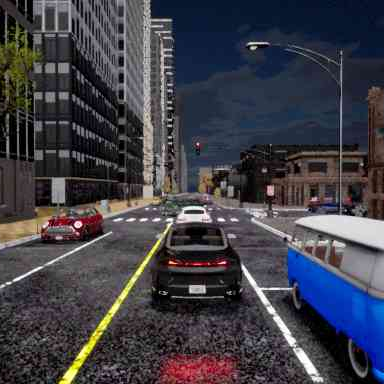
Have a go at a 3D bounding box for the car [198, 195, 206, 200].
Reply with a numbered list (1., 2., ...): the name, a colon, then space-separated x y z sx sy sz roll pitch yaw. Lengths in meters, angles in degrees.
1. car: 2.766 1.531 93.607 2.008 1.369 4.403 -1 0 0

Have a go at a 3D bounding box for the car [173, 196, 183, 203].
1. car: -2.933 1.536 71.094 1.994 1.385 4.181 0 0 0

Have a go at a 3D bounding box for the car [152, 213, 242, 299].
1. car: 0.105 1.502 8.414 1.837 1.490 4.892 0 0 0

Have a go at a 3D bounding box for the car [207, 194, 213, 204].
1. car: 2.733 1.425 59.743 1.967 1.590 4.097 -1 0 0

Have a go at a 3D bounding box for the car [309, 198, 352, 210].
1. car: 15.235 1.688 36.869 4.181 1.385 1.994 1 1 1

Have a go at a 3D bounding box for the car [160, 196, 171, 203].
1. car: -5.602 1.549 71.094 1.947 1.339 4.313 -1 0 0

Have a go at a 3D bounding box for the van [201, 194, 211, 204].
1. van: 2.736 1.325 65.387 1.690 1.788 3.998 -1 0 0

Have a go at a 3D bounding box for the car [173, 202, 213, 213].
1. car: 0.111 1.520 18.770 1.812 1.442 4.674 0 0 0

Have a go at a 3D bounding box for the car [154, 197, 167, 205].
1. car: -5.613 1.551 59.805 1.947 1.339 4.313 -1 0 0

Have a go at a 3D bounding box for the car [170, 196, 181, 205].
1. car: -3.011 1.511 61.149 1.812 1.442 4.674 0 0 0

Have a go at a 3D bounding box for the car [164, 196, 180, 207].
1. car: -3.042 1.478 52.082 2.128 1.511 4.902 0 0 0

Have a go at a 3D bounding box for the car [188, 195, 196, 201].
1. car: 0.075 1.504 81.055 1.812 1.442 4.674 0 0 0

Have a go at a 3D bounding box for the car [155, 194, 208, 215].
1. car: -0.888 1.343 31.384 2.097 1.767 4.553 0 0 39

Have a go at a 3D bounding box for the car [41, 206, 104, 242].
1. car: -5.688 1.435 16.214 1.967 1.590 4.097 -1 0 0

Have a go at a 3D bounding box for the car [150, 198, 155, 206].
1. car: -5.789 1.512 53.992 1.752 1.417 4.829 -1 0 0

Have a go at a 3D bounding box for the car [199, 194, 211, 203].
1. car: 2.741 1.298 71.031 2.192 1.841 5.009 -1 0 0

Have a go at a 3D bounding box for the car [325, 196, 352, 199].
1. car: 16.563 1.411 39.441 5.009 1.841 2.192 1 0 1

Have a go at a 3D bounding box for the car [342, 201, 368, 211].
1. car: 16.446 1.793 31.065 4.313 1.339 1.947 1 0 1

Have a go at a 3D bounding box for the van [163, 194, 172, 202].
1. van: -5.600 1.323 76.738 1.690 1.788 3.998 -1 0 0

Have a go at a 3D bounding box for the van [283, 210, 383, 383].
1. van: 2.680 1.340 5.122 1.690 1.788 3.998 -1 0 0

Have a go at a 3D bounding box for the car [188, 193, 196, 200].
1. car: 0.085 1.257 91.058 2.097 1.767 4.553 0 0 0
